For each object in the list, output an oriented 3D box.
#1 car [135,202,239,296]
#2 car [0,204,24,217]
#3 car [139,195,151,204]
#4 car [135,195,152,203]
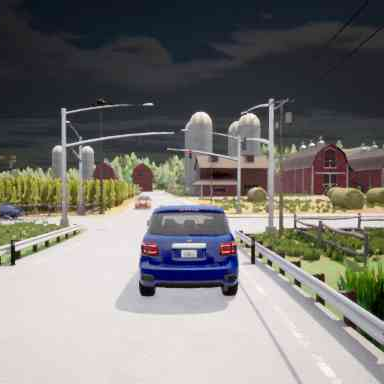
[{"bbox_3d":[-0.106,1.367,9.096,2.150,2.045,5.566,0,-2,-1],"label":"car"},{"bbox_3d":[-17.275,1.746,29.108,4.674,1.442,1.812,0,1,-6],"label":"car"},{"bbox_3d":[-8.369,1.304,59.501,1.994,1.385,4.181,0,1,-7],"label":"car"},{"bbox_3d":[-6.375,1.347,43.555,2.097,1.767,4.553,0,1,-7],"label":"car"}]
